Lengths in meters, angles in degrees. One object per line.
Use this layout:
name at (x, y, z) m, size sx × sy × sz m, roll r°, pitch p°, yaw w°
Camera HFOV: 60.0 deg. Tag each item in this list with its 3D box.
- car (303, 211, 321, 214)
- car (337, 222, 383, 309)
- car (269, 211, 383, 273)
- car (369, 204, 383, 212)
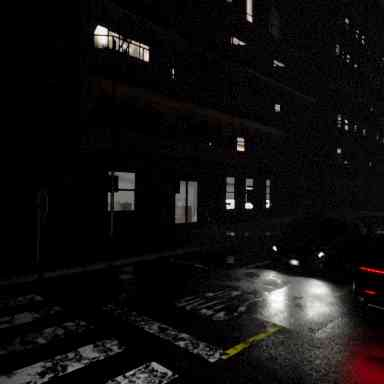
car at (5.909, 1.600, 15.886) m, size 4.206 × 1.307 × 1.802 m, roll 0°, pitch 1°, yaw -45°
car at (5.007, 1.509, 6.988) m, size 4.892 × 1.490 × 1.837 m, roll 0°, pitch 0°, yaw -45°
car at (4.716, 1.559, 11.068) m, size 5.357 × 1.411 × 2.033 m, roll 0°, pitch 0°, yaw -45°
car at (13.652, 1.547, 23.575) m, size 4.829 × 1.417 × 1.752 m, roll 0°, pitch 1°, yaw -45°
